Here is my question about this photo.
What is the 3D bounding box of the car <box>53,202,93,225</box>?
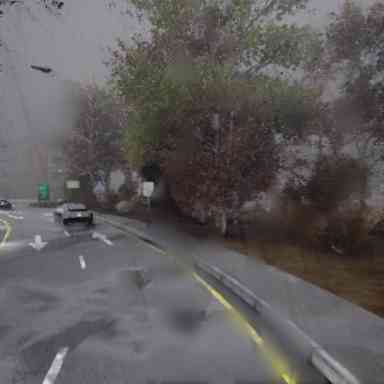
[{"bbox_3d":[-8.242,1.392,22.966,1.994,1.385,4.181,0,1,-31],"label":"car"}]

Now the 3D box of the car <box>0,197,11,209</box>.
[{"bbox_3d":[-20.723,1.095,34.435,4.181,1.385,1.994,1,0,29],"label":"car"}]
